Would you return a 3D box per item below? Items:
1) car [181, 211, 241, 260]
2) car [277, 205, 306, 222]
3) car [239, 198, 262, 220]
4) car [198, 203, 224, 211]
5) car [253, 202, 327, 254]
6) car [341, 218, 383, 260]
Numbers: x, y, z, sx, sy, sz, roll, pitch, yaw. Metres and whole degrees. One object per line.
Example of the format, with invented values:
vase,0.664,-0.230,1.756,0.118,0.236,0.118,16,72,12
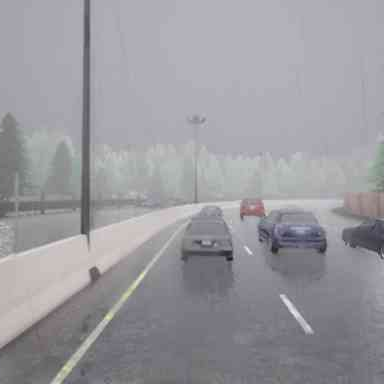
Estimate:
car,0.595,1.682,13.026,2.033,1.411,5.357,0,-1,3
car,9.145,1.954,30.867,1.895,1.301,4.718,0,-1,9
car,5.727,1.565,31.701,2.150,2.045,5.566,0,-1,9
car,1.650,1.836,27.976,2.033,1.411,5.357,0,-1,7
car,4.177,1.521,14.571,2.097,1.767,4.553,0,0,3
car,7.590,1.712,12.706,2.033,1.411,5.357,0,-1,3
